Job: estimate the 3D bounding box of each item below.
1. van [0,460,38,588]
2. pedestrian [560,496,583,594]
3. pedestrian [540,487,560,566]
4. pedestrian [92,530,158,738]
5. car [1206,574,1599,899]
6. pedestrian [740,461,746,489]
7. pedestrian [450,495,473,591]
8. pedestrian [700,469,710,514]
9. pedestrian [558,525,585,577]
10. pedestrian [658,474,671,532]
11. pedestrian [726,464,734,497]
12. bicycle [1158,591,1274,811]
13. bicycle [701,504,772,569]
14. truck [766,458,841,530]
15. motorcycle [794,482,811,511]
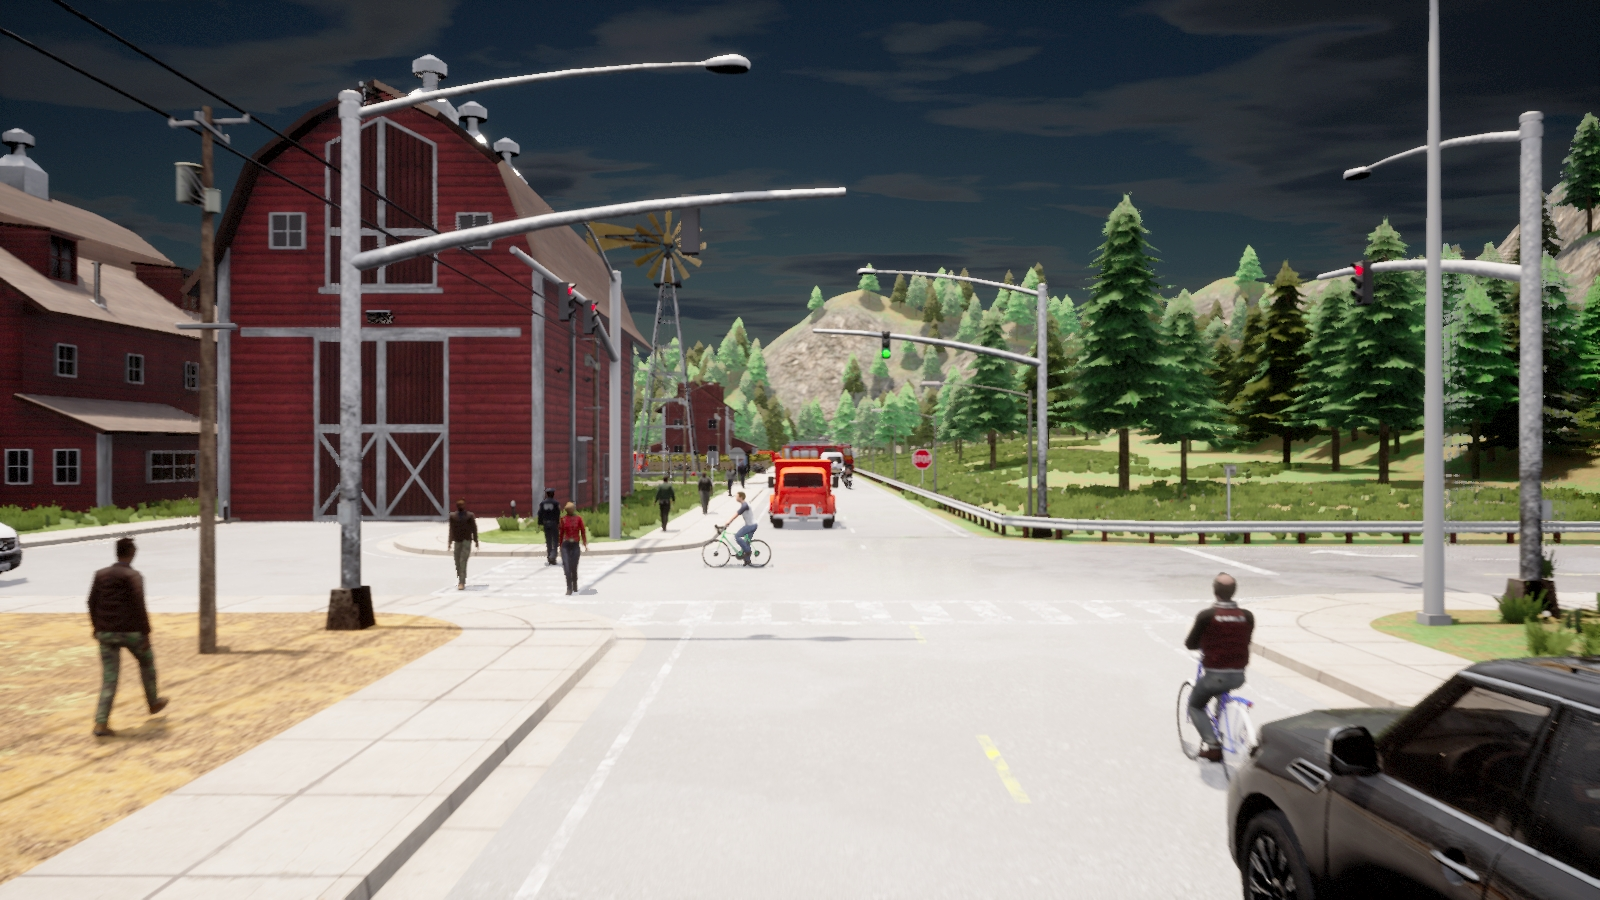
[{"bbox_3d":[-19.097,1.505,23.168,5.915,2.561,1.988,0,0,-1],"label":"van"},{"bbox_3d":[-4.397,1.825,21.998,0.375,1.860,0.375,0,0,-3],"label":"pedestrian"},{"bbox_3d":[-5.979,1.823,27.324,0.375,1.860,0.375,0,0,5],"label":"pedestrian"},{"bbox_3d":[-6.229,1.679,10.548,0.375,1.860,0.375,0,0,4],"label":"pedestrian"},{"bbox_3d":[3.551,1.780,4.193,2.150,2.045,5.566,0,0,0],"label":"car"},{"bbox_3d":[-3.852,1.697,77.161,0.375,1.860,0.375,0,0,3],"label":"pedestrian"},{"bbox_3d":[-6.685,1.823,22.576,0.375,1.860,0.375,0,0,-6],"label":"pedestrian"},{"bbox_3d":[-3.898,1.697,46.804,0.375,1.860,0.375,0,0,0],"label":"pedestrian"},{"bbox_3d":[-5.011,2.204,25.069,0.500,1.100,0.500,0,0,2],"label":"pedestrian"},{"bbox_3d":[-4.384,1.696,36.997,0.375,1.860,0.375,0,0,-3],"label":"pedestrian"},{"bbox_3d":[-3.889,1.698,63.709,0.375,1.860,0.375,0,0,8],"label":"pedestrian"},{"bbox_3d":[3.514,2.060,9.778,0.329,1.471,1.835,0,0,0],"label":"bicycle"},{"bbox_3d":[-1.496,2.036,26.960,1.643,1.496,0.373,0,0,-1],"label":"bicycle"},{"bbox_3d":[0.100,1.569,42.530,2.627,2.467,5.204,0,0,0],"label":"truck"},{"bbox_3d":[0.133,2.171,53.661,0.764,1.277,2.356,0,0,0],"label":"motorcycle"}]
